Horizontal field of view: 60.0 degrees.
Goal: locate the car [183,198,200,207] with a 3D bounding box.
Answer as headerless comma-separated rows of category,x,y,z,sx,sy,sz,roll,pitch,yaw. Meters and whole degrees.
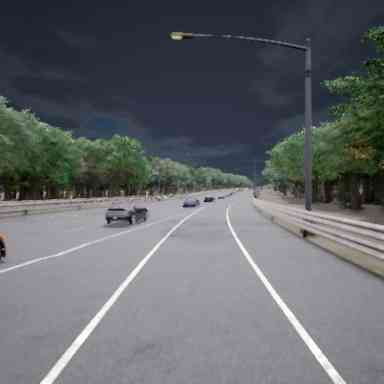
car,0.005,1.512,48.757,1.994,1.385,4.181,0,0,10

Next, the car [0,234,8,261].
car,-7.272,1.388,8.939,2.097,1.767,4.553,-1,0,10

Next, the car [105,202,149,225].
car,-4.536,1.479,23.876,2.128,1.511,4.902,0,0,10

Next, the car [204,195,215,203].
car,3.736,1.382,69.207,1.882,1.535,5.008,0,0,10
